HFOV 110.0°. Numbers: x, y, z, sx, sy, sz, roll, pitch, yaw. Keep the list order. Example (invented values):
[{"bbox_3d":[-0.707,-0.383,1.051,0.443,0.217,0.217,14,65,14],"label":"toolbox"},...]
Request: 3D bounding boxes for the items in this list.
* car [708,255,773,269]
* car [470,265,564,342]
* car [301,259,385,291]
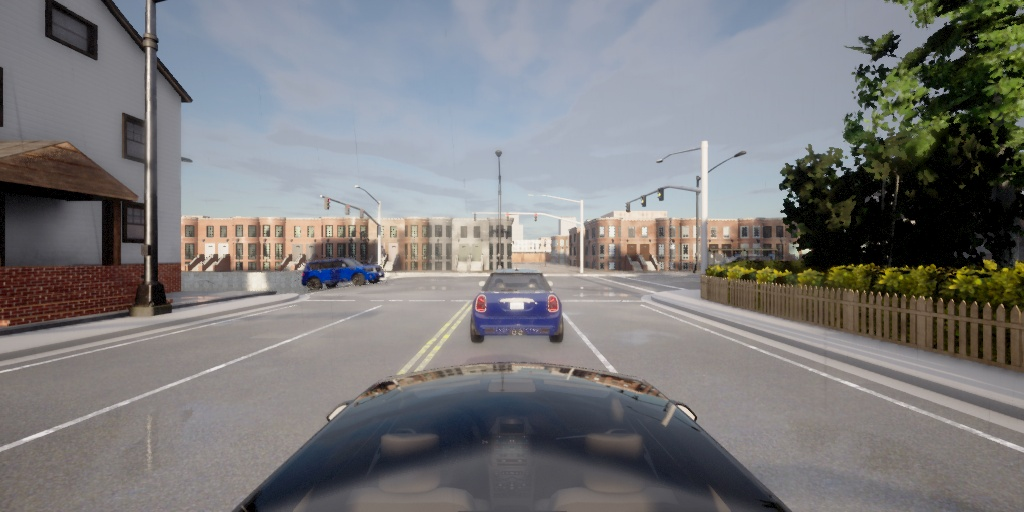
[{"bbox_3d":[18.743,0.971,29.598,5.566,2.045,2.150,0,0,0],"label":"car"},{"bbox_3d":[0.111,1.102,9.888,2.097,1.767,4.553,0,0,0],"label":"car"},{"bbox_3d":[-11.955,1.187,25.366,5.566,2.045,2.150,-6,-1,7],"label":"car"}]
